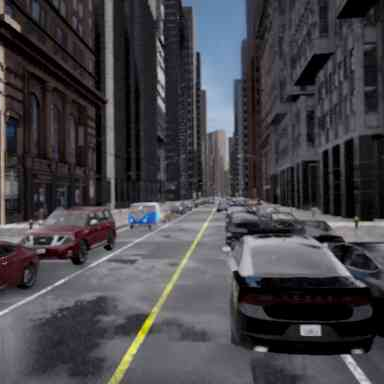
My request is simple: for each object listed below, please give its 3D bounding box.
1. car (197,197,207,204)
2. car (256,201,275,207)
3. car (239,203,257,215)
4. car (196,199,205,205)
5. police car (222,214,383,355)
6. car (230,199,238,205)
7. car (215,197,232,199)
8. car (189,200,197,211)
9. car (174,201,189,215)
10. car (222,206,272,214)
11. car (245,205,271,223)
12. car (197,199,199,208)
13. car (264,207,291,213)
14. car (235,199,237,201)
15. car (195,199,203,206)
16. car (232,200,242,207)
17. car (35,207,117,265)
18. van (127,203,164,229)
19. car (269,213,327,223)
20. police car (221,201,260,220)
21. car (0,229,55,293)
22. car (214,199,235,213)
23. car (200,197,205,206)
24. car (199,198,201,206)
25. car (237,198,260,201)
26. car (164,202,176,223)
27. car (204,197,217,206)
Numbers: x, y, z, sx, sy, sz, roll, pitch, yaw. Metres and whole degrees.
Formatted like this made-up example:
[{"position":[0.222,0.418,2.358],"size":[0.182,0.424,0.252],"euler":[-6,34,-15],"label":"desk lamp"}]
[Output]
[{"position":[2.755,2.392,90.866],"size":[2.192,1.841,5.009],"euler":[-1,-1,5],"label":"car"},{"position":[5.085,1.642,23.164],"size":[1.967,1.590,4.097],"euler":[-1,-1,5],"label":"car"},{"position":[6.627,1.966,39.897],"size":[1.802,1.307,4.206],"euler":[-1,-1,5],"label":"car"},{"position":[2.244,2.558,85.285],"size":[1.887,1.381,4.507],"euler":[-1,-1,5],"label":"car"},{"position":[1.643,1.480,6.562],"size":[1.930,1.638,5.238],"euler":[-1,-1,5],"label":"police car"},{"position":[10.734,2.425,84.523],"size":[1.887,1.381,4.507],"euler":[-1,-1,5],"label":"car"},{"position":[5.696,2.138,59.960],"size":[2.128,1.511,4.902],"euler":[-1,-1,5],"label":"car"},{"position":[-0.838,2.080,51.820],"size":[1.967,1.590,4.097],"euler":[-1,-1,5],"label":"car"},{"position":[-1.864,1.958,40.664],"size":[1.967,1.590,4.097],"euler":[-1,-1,5],"label":"car"},{"position":[2.532,1.664,16.414],"size":[1.837,1.490,4.892],"euler":[-1,-1,5],"label":"car"},{"position":[5.600,1.845,28.740],"size":[1.802,1.307,4.206],"euler":[-1,-1,5],"label":"car"},{"position":[-0.323,2.284,57.395],"size":[1.802,1.307,4.206],"euler":[-1,-1,5],"label":"car"},{"position":[4.573,1.693,17.584],"size":[2.008,1.369,4.403],"euler":[-1,-1,5],"label":"car"},{"position":[7.155,1.973,45.645],"size":[1.752,1.417,4.829],"euler":[-1,-1,5],"label":"car"},{"position":[1.715,2.474,79.538],"size":[1.752,1.417,4.829],"euler":[-1,-1,5],"label":"car"},{"position":[9.194,2.274,67.788],"size":[1.802,1.307,4.206],"euler":[-1,-1,5],"label":"car"},{"position":[-4.432,1.532,12.776],"size":[2.192,1.841,5.009],"euler":[-1,-1,5],"label":"car"},{"position":[-3.406,1.677,23.931],"size":[1.690,1.788,3.998],"euler":[-1,-1,5],"label":"van"},{"position":[4.060,1.649,12.006],"size":[1.947,1.339,4.313],"euler":[-1,-1,5],"label":"car"},{"position":[3.150,1.648,22.493],"size":[1.930,1.638,5.238],"euler":[-1,-1,5],"label":"police car"},{"position":[-4.943,1.740,7.195],"size":[1.802,1.307,4.206],"euler":[-1,-1,5],"label":"car"},{"position":[4.257,2.034,44.011],"size":[1.994,1.385,4.181],"euler":[-1,-1,6],"label":"car"},{"position":[1.217,2.439,74.129],"size":[2.008,1.369,4.403],"euler":[-1,-1,5],"label":"car"},{"position":[0.191,2.330,62.974],"size":[1.947,1.339,4.313],"euler":[-1,-1,5],"label":"car"},{"position":[6.110,1.638,34.322],"size":[2.192,1.841,5.009],"euler":[-1,-1,5],"label":"car"},{"position":[-2.906,1.919,29.337],"size":[1.752,1.417,4.829],"euler":[-1,-1,5],"label":"car"},{"position":[4.285,2.389,77.348],"size":[1.837,1.490,4.892],"euler":[-1,-1,5],"label":"car"}]
